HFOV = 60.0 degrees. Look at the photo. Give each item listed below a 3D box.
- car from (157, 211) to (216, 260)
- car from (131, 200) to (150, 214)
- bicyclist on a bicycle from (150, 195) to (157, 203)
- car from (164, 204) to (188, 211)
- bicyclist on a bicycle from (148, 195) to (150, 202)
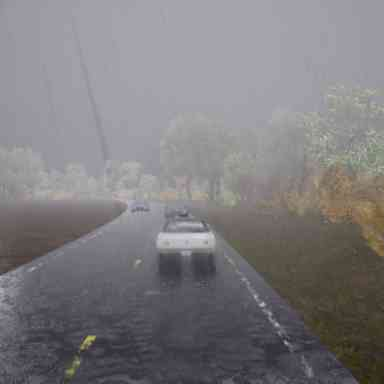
[{"bbox_3d":[-0.265,1.615,12.568,1.895,1.301,4.718,0,0,-2],"label":"car"},{"bbox_3d":[-5.645,1.602,36.622,1.994,1.385,4.181,0,0,-8],"label":"car"},{"bbox_3d":[-7.692,1.487,68.633,0.866,1.612,1.509,0,0,-14],"label":"bicyclist on a bicycle"},{"bbox_3d":[-1.390,1.629,27.783,1.895,1.301,4.718,0,0,-6],"label":"car"},{"bbox_3d":[-10.013,1.503,77.406,0.582,1.620,1.656,0,0,-16],"label":"bicyclist on a bicycle"}]
